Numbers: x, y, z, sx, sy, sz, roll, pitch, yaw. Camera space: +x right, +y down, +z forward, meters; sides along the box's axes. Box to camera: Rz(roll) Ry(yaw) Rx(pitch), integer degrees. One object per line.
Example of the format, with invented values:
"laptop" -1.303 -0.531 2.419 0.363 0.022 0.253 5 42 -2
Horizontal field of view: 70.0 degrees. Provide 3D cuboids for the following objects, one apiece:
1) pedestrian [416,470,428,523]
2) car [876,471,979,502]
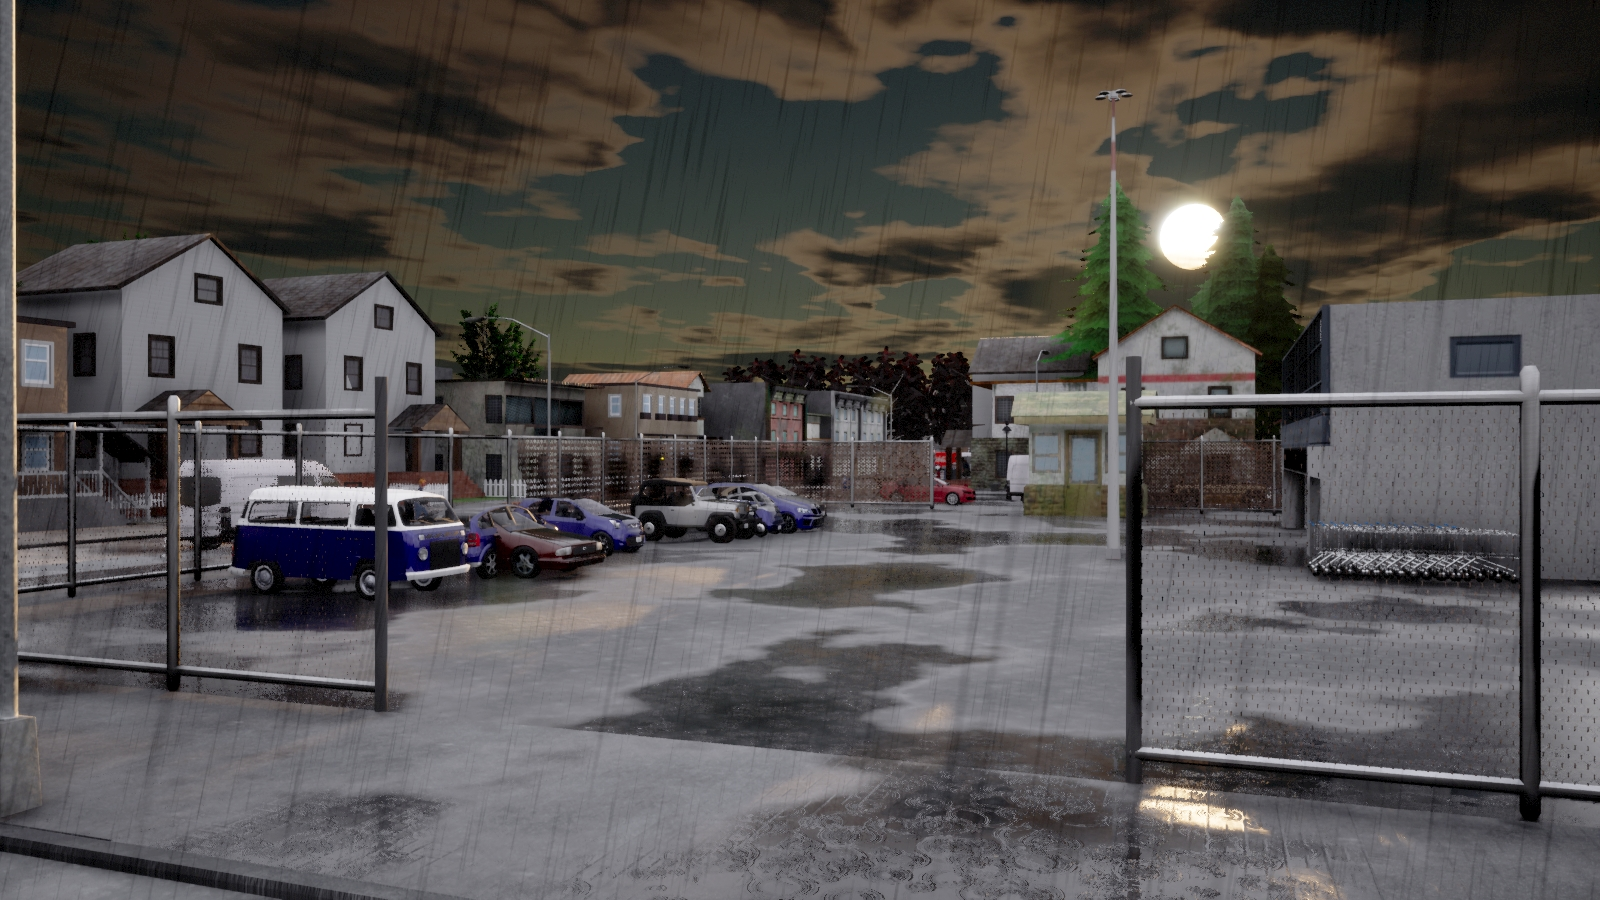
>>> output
"pedestrian" -13.369 1.633 40.406 0.375 1.860 0.375 0 0 -25
"car" 6.523 1.843 58.394 4.892 1.480 2.231 0 0 19
